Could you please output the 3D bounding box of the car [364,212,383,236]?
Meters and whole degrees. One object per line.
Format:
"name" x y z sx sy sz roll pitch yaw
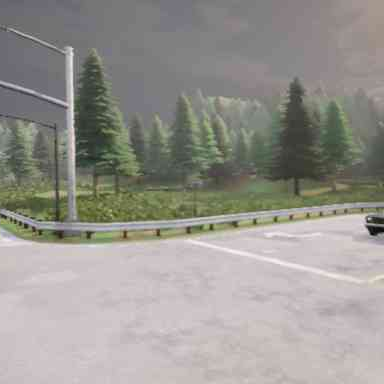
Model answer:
"car" 9.042 1.103 13.762 4.718 1.301 1.895 -2 2 -38
